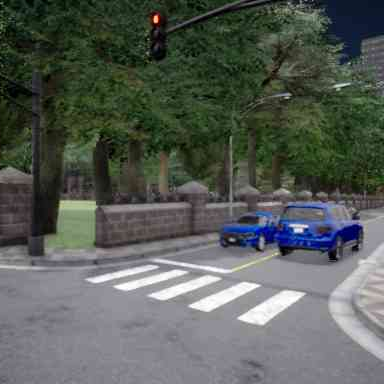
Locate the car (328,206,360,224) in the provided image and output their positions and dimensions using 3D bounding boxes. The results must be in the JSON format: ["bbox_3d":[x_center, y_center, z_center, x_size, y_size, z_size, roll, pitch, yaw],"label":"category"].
[{"bbox_3d":[14.669,2.130,31.998,1.882,1.535,5.008,0,-1,36],"label":"car"}]

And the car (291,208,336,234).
[{"bbox_3d":[8.685,1.966,23.520,1.812,1.442,4.674,0,-1,35],"label":"car"}]

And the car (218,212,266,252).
[{"bbox_3d":[3.071,1.724,15.556,1.882,1.535,5.008,0,-1,35],"label":"car"}]

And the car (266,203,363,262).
[{"bbox_3d":[5.379,1.484,13.703,2.150,2.045,5.566,0,-1,39],"label":"car"}]
